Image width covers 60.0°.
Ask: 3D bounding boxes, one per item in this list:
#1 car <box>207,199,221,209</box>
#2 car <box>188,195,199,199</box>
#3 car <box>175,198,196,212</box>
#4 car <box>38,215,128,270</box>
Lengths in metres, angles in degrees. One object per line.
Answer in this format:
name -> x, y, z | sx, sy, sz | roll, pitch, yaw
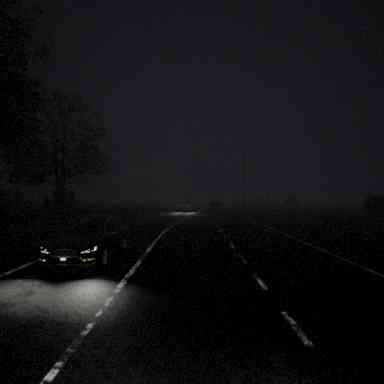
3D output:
car -> 3.495, 1.851, 52.475 | 1.882, 1.535, 5.008 | 0, 0, 0
car -> -0.010, 1.727, 91.347 | 2.150, 2.045, 5.566 | 0, 0, 0
car -> -0.984, 1.831, 42.838 | 1.812, 1.442, 4.674 | 0, 0, 6
car -> -3.486, 1.590, 11.469 | 1.837, 1.490, 4.892 | 0, 0, 1
